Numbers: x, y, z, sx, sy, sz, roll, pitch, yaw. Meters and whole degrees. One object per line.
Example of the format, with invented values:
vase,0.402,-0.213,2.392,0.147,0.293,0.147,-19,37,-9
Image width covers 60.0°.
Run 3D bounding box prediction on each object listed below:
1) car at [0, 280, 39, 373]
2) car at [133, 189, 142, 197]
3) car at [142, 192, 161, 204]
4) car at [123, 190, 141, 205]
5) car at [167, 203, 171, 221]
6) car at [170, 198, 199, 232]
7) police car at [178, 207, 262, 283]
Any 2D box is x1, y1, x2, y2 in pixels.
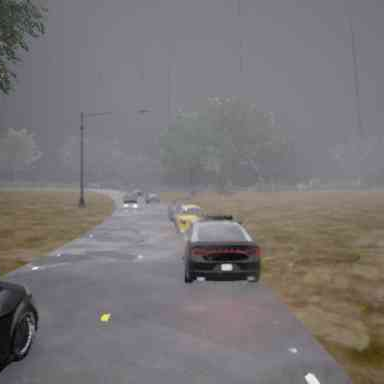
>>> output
car,-3.200,1.593,3.170,1.994,1.385,4.181,0,0,-1
car,-10.922,0.205,65.403,1.837,1.490,4.892,0,2,-20
car,-5.629,0.903,47.110,1.812,1.442,4.674,0,2,-14
car,-8.629,0.923,46.224,2.033,1.411,5.357,0,2,-14
car,-0.786,1.251,26.051,2.097,1.767,4.553,-1,0,-7
car,-0.126,1.460,20.231,1.801,1.575,5.366,-2,2,-6
police car,0.663,1.495,10.077,1.930,1.638,5.238,0,0,-3
